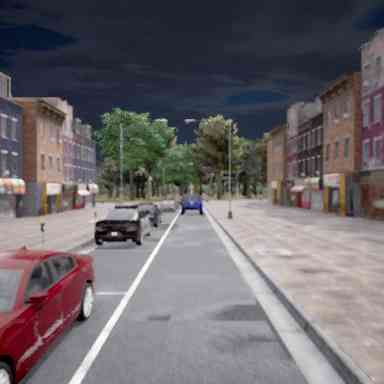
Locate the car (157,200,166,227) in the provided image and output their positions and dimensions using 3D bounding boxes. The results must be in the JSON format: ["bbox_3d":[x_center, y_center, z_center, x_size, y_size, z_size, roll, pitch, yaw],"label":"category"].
[{"bbox_3d":[-3.033,1.496,22.400,1.837,1.490,4.892,0,0,0],"label":"car"}]

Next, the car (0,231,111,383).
[{"bbox_3d":[-2.649,1.542,4.520,1.887,1.381,4.507,-1,0,0],"label":"car"}]

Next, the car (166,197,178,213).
[{"bbox_3d":[-2.668,1.541,37.129,2.008,1.369,4.403,-1,0,0],"label":"car"}]

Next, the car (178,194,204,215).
[{"bbox_3d":[0.018,1.209,34.377,2.150,2.045,5.566,0,0,0],"label":"car"}]

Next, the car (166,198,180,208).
[{"bbox_3d":[-2.674,1.574,47.999,1.802,1.307,4.206,-1,0,0],"label":"car"}]

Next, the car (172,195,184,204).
[{"bbox_3d":[-2.685,1.436,64.304,1.967,1.590,4.097,-1,0,0],"label":"car"}]

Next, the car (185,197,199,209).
[{"bbox_3d":[0.004,1.499,46.709,1.837,1.490,4.892,0,1,1],"label":"car"}]

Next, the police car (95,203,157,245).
[{"bbox_3d":[-3.018,1.418,15.510,1.930,1.638,5.238,0,0,0],"label":"police car"}]

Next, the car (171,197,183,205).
[{"bbox_3d":[-2.680,1.561,58.869,1.947,1.339,4.313,-1,0,0],"label":"car"}]
